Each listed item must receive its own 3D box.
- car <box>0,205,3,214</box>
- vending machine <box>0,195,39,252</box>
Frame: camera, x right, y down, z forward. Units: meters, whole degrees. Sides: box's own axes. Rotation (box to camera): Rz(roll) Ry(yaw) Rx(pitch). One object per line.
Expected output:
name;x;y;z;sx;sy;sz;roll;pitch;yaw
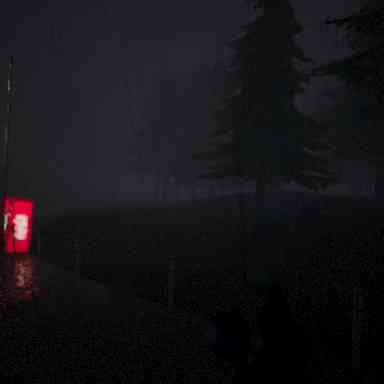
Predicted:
car;-21.795;1.677;35.739;2.033;1.411;5.357;4;-2;-9
vending machine;-6.903;1.251;13.193;1.100;2.100;0.880;7;0;-38
